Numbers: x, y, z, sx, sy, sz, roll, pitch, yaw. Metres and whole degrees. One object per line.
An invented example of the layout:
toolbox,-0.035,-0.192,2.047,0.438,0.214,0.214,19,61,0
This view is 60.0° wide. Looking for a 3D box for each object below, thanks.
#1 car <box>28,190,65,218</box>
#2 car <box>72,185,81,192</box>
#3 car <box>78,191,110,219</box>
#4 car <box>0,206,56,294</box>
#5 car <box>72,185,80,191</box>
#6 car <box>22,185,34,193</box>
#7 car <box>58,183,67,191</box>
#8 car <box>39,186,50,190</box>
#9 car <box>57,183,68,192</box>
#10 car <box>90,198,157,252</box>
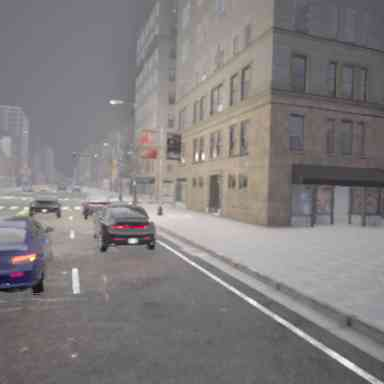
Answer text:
car,-9.652,0.850,22.168,1.837,1.490,4.892,1,0,-20
car,-27.880,-0.661,80.406,1.882,1.535,5.008,1,1,-20
car,-6.333,0.938,22.273,2.128,1.511,4.902,1,1,-20
car,-4.276,1.269,7.659,1.812,1.442,4.674,1,1,-20
car,-31.497,-1.035,90.171,1.837,1.490,4.892,1,1,-20
car,-34.153,-0.619,69.280,2.128,1.511,4.902,1,1,-20
car,-34.545,-1.385,89.064,2.150,2.045,5.566,1,1,-20
car,-31.105,-0.592,70.410,1.882,1.535,5.008,1,1,-20
car,-30.929,-0.988,79.299,2.150,2.045,5.566,1,1,-20
car,-2.653,1.218,12.620,1.837,1.490,4.892,1,1,-20
